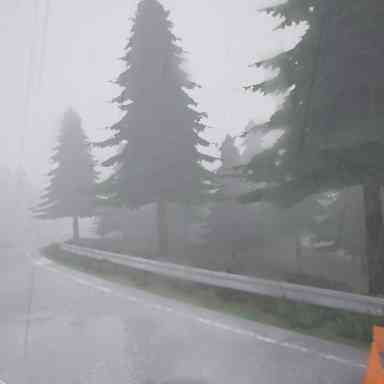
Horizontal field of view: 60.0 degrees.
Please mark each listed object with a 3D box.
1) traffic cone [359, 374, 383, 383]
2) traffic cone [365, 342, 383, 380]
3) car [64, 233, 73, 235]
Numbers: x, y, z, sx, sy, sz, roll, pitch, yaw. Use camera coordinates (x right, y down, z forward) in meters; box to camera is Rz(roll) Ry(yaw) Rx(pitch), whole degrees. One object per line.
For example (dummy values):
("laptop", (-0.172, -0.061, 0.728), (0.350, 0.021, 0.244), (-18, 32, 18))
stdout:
("traffic cone", (1.424, 1.952, 2.854), (0.340, 0.580, 0.340), (0, 0, 36))
("traffic cone", (2.008, 1.953, 3.663), (0.340, 0.580, 0.340), (0, 0, 36))
("car", (-19.342, 7.175, 52.512), (2.128, 1.511, 4.902), (-3, -7, -8))
